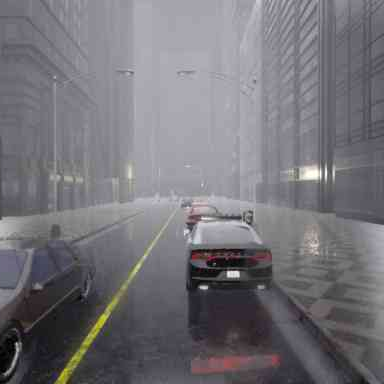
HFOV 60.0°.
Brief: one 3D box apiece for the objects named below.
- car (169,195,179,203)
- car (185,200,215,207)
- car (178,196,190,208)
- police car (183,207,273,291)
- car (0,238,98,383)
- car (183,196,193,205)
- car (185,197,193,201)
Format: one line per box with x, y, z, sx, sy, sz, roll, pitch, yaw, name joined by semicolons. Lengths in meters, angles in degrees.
-3.860;1.496;71.900;2.128;1.511;4.902;0;0;-1;car
0.670;1.478;19.062;1.882;1.535;5.008;0;0;-1;car
-0.547;1.602;46.661;1.895;1.301;4.718;0;0;0;car
0.789;1.425;9.172;1.930;1.638;5.238;0;0;-1;police car
-3.070;1.547;5.582;2.033;1.411;5.357;0;0;-1;car
-0.721;1.529;60.274;1.812;1.442;4.674;0;0;-1;car
0.597;1.455;25.252;1.801;1.575;5.366;0;0;-1;car
